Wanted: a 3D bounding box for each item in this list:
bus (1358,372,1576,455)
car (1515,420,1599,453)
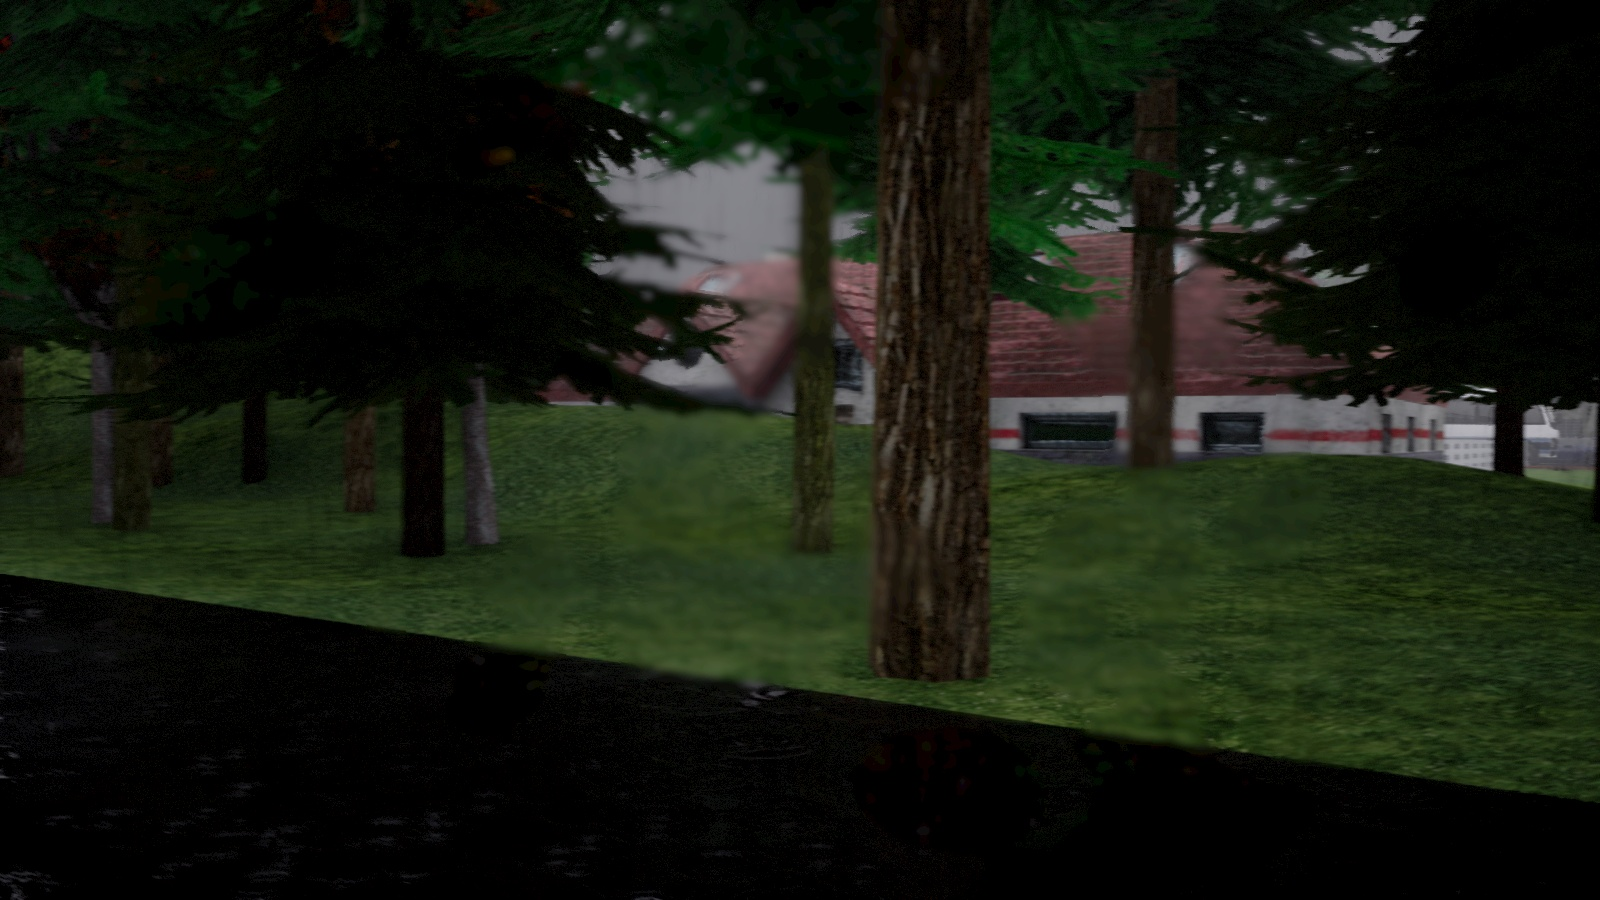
[{"bbox_3d":[36.528,-1.917,68.967,10.273,4.253,3.944,0,1,34],"label":"bus"},{"bbox_3d":[42.461,-0.748,69.854,4.553,1.767,2.097,0,1,34],"label":"car"}]
